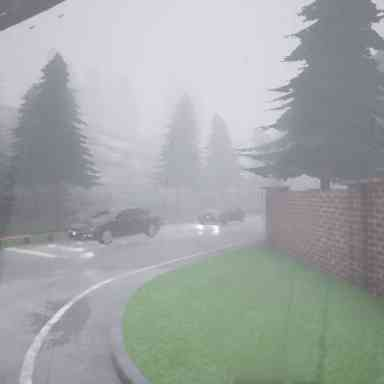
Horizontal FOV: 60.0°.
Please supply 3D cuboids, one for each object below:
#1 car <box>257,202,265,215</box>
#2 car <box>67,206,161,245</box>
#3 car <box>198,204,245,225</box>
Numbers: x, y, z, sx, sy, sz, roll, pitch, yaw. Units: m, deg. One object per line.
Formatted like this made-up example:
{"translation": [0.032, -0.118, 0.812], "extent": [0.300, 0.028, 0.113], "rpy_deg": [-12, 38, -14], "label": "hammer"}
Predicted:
{"translation": [7.953, 1.450, 32.229], "extent": [2.128, 1.511, 4.902], "rpy_deg": [-1, 0, 35], "label": "car"}
{"translation": [-3.457, 1.461, 15.607], "extent": [1.837, 1.490, 4.892], "rpy_deg": [-1, -1, 34], "label": "car"}
{"translation": [2.173, 1.521, 23.810], "extent": [1.994, 1.385, 4.181], "rpy_deg": [-1, 0, 35], "label": "car"}
